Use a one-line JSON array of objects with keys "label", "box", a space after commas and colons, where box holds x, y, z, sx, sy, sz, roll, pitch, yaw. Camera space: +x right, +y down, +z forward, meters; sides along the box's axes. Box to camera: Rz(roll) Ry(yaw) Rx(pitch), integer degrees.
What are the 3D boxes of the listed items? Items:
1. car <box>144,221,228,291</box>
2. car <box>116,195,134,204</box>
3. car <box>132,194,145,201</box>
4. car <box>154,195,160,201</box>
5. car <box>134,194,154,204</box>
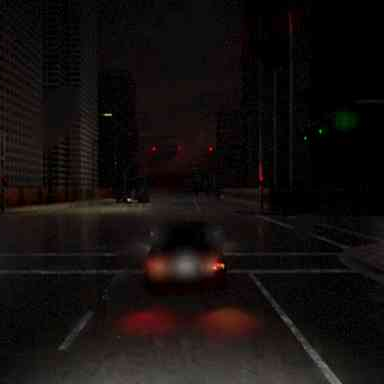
[{"label": "car", "box": [-0.174, 1.503, 9.041, 2.033, 1.411, 5.357, 0, 0, -1]}, {"label": "car", "box": [-11.551, 1.217, 56.243, 2.128, 1.511, 4.902, 0, 0, 0]}, {"label": "car", "box": [-11.524, 1.104, 71.887, 1.837, 1.490, 4.892, 0, 0, 0]}, {"label": "car", "box": [-8.024, 1.202, 71.856, 1.895, 1.301, 4.718, 0, 0, 0]}, {"label": "car", "box": [-8.053, 1.230, 56.263, 1.837, 1.490, 4.892, 0, 0, 0]}]
